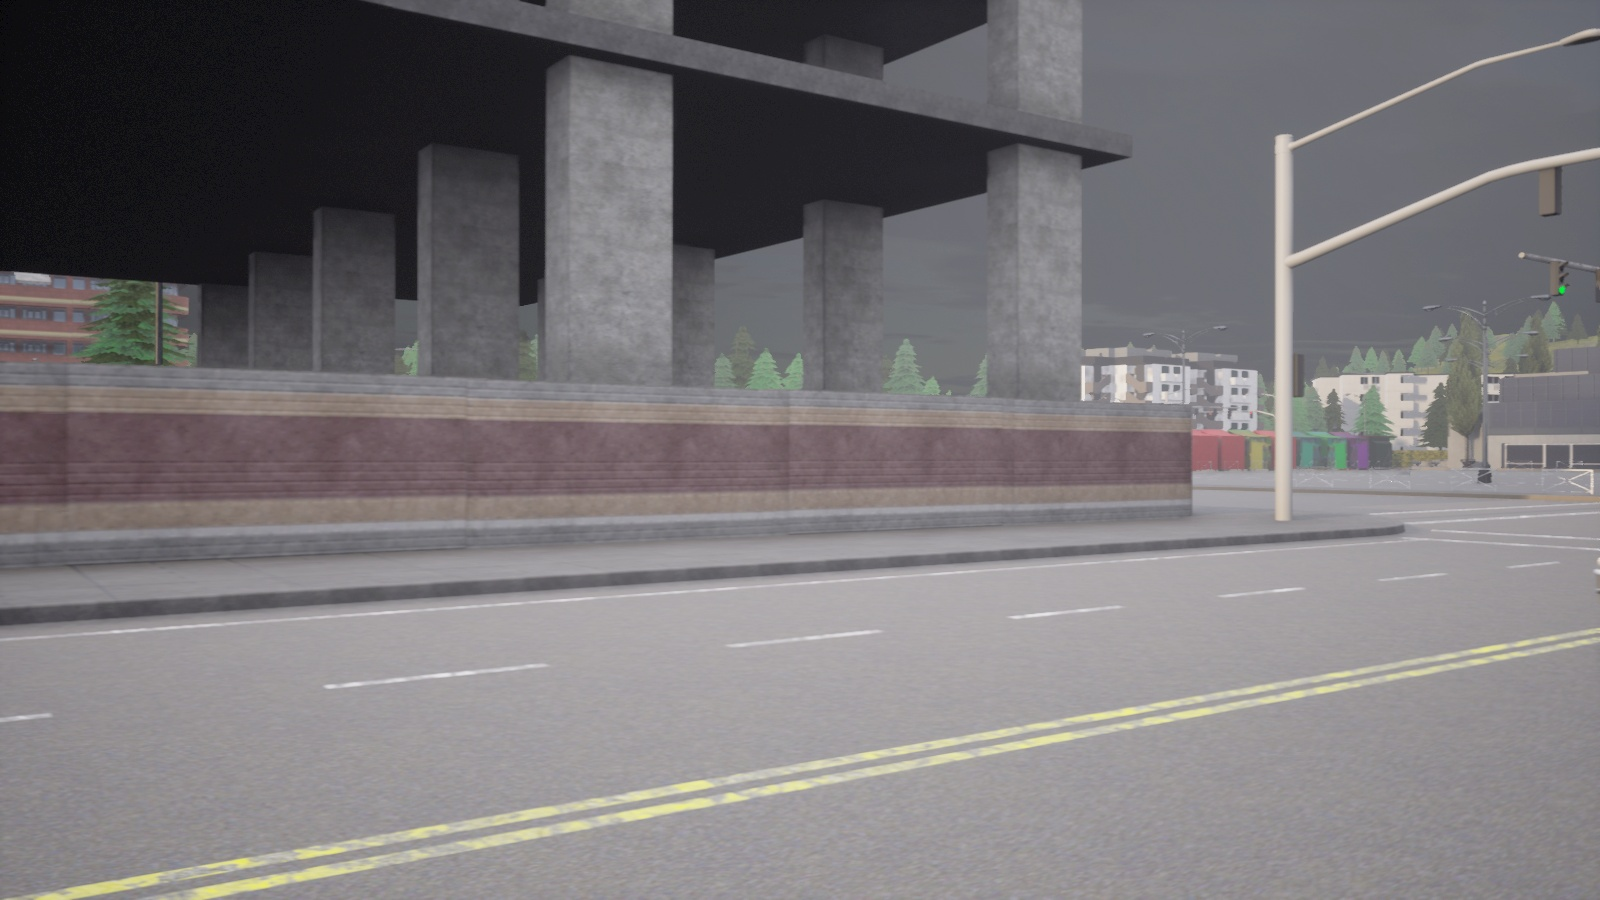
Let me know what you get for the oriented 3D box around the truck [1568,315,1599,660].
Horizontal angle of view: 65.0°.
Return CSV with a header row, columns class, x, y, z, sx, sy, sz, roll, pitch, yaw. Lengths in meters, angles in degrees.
class,x,y,z,sx,sy,sz,roll,pitch,yaw
truck,8.501,0.264,9.578,5.204,2.467,2.627,0,0,-35
